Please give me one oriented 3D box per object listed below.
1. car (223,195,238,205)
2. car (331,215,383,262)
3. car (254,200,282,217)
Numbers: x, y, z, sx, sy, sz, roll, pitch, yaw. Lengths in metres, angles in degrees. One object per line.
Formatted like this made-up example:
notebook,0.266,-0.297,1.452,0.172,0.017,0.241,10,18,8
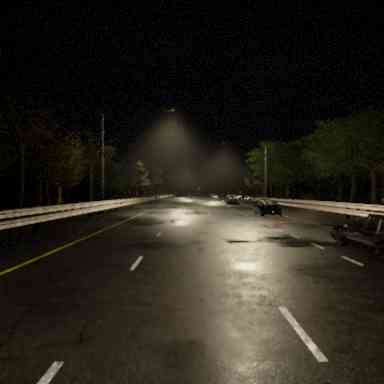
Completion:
car,7.126,1.625,60.062,1.994,1.385,4.181,0,0,0
car,6.997,1.554,12.126,2.033,1.411,5.357,0,0,0
car,7.023,1.518,31.149,2.128,1.511,4.902,0,0,0
